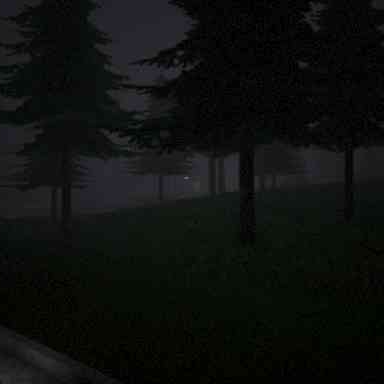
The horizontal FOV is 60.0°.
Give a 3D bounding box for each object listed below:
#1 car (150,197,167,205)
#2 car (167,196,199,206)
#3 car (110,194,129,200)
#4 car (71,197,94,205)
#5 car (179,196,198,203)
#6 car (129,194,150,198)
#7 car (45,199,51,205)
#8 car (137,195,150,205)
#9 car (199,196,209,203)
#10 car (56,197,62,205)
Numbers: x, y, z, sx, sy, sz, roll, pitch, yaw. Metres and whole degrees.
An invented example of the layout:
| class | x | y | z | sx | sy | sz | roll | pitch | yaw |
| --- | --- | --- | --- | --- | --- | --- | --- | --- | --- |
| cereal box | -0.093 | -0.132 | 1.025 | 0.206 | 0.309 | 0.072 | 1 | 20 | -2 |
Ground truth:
| class | x | y | z | sx | sy | sz | roll | pitch | yaw |
| --- | --- | --- | --- | --- | --- | --- | --- | --- | --- |
| car | -4.711 | 1.564 | 59.439 | 1.882 | 1.535 | 5.008 | 0 | 0 | 36 |
| car | -1.476 | 1.568 | 57.946 | 2.128 | 1.511 | 4.902 | 0 | 0 | 36 |
| car | -16.271 | 1.221 | 75.242 | 1.882 | 1.535 | 5.008 | 0 | 0 | 35 |
| car | -19.645 | 1.714 | 58.320 | 1.895 | 1.301 | 4.718 | 0 | 0 | 36 |
| car | -0.766 | 1.599 | 71.229 | 1.994 | 1.385 | 4.181 | 0 | 0 | 35 |
| car | -10.521 | 1.083 | 71.250 | 2.097 | 1.767 | 4.553 | 0 | 0 | 35 |
| car | -25.223 | 1.654 | 62.474 | 1.812 | 1.442 | 4.674 | 0 | 0 | 35 |
| car | -7.409 | 1.695 | 61.684 | 1.895 | 1.301 | 4.718 | 0 | 0 | 36 |
| car | 2.115 | 1.531 | 69.241 | 1.882 | 1.535 | 5.008 | 0 | 0 | 35 |
| car | -22.196 | 1.599 | 60.733 | 1.882 | 1.535 | 5.008 | 0 | 0 | 36 |
